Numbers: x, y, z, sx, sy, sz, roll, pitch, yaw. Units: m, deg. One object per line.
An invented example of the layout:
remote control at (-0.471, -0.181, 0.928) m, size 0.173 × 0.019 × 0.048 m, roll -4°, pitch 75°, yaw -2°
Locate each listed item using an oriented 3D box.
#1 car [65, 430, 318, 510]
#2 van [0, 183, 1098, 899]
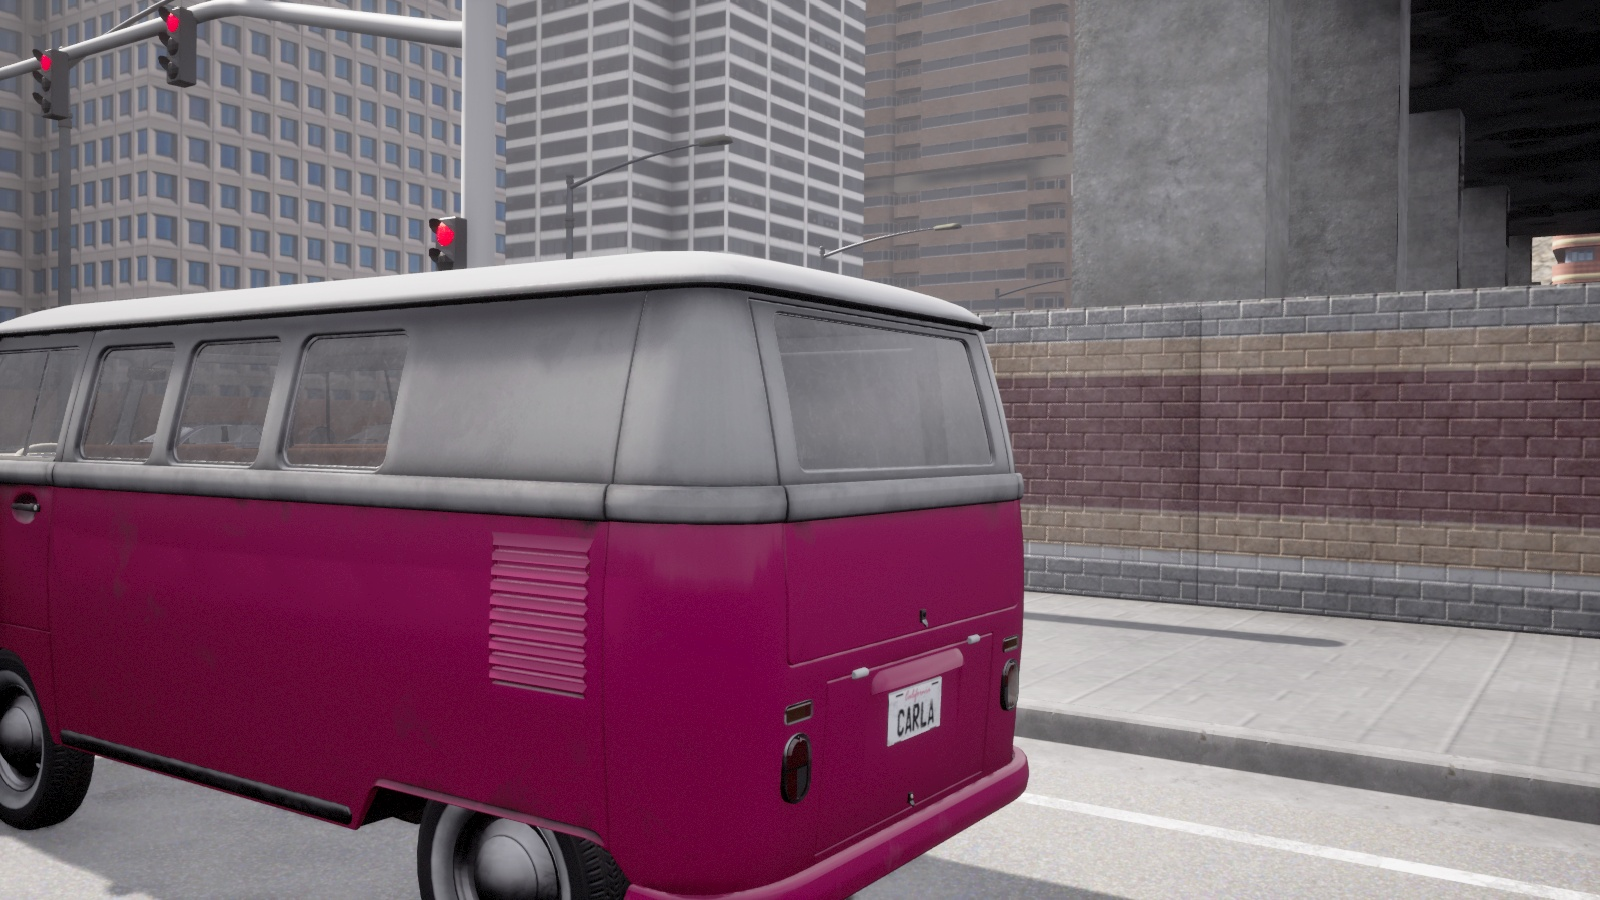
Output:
car at (-13.873, 0.392, 28.947) m, size 2.033 × 1.649 × 4.856 m, roll 0°, pitch 1°, yaw 34°
van at (-1.387, 0.435, 4.539) m, size 4.442 × 1.987 × 1.775 m, roll 0°, pitch 1°, yaw 34°
